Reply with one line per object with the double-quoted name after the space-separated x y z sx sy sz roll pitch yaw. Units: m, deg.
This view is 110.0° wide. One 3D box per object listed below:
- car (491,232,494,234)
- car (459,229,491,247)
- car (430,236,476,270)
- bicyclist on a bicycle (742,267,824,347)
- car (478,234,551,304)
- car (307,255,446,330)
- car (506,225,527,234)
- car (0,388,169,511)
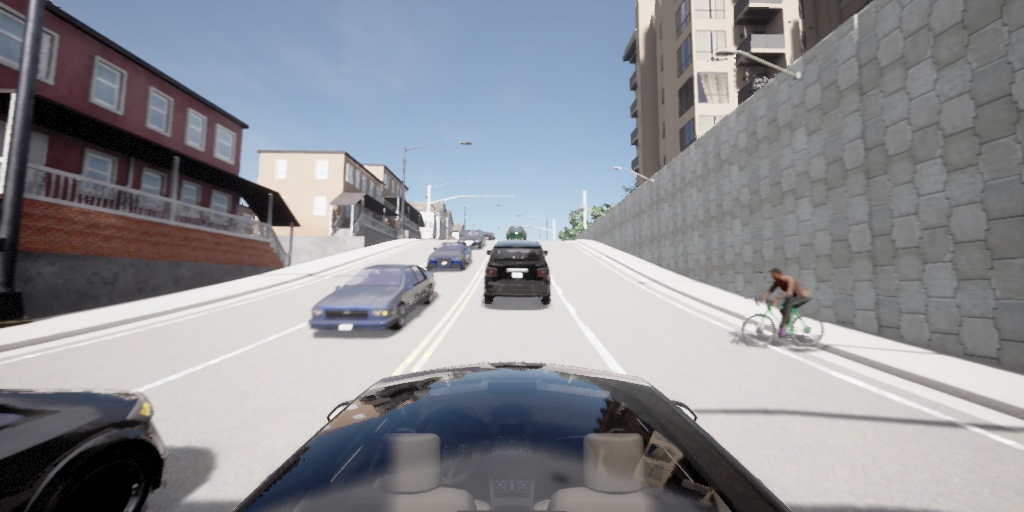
-3.054 -2.416 46.780 1.837 1.490 4.892 0 0 1 "car"
-3.278 -1.493 30.270 2.128 1.511 4.902 0 8 1 "car"
-3.412 -0.089 20.197 1.994 1.385 4.181 0 8 1 "car"
5.475 1.043 7.235 1.656 1.620 0.582 -1 3 1 "bicyclist on a bicycle"
0.191 0.405 13.311 2.150 2.045 5.566 0 6 1 "car"
-3.532 0.955 10.295 2.033 1.411 5.357 0 4 1 "car"
0.446 -2.338 36.610 2.097 1.767 4.553 0 5 1 "car"
-3.623 1.282 0.957 1.994 1.385 4.181 0 0 1 "car"
